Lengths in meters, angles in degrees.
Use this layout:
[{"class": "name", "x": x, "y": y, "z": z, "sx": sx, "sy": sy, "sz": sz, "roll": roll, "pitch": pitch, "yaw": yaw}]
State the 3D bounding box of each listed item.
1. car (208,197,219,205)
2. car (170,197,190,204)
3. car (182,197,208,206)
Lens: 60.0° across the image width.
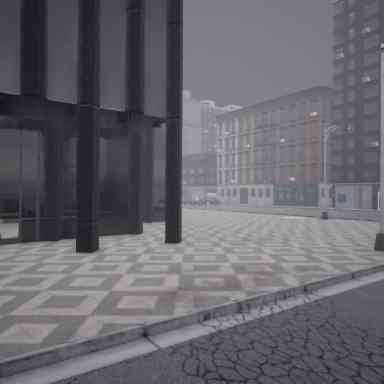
[{"class": "car", "x": 2.816, "y": 1.639, "z": 60.464, "sx": 1.837, "sy": 1.490, "sz": 4.892, "roll": 1, "pitch": 0, "yaw": -35}, {"class": "car", "x": -2.491, "y": 1.712, "z": 67.928, "sx": 1.994, "sy": 1.385, "sz": 4.181, "roll": 1, "pitch": 0, "yaw": -35}, {"class": "car", "x": 0.257, "y": 1.633, "z": 58.506, "sx": 1.812, "sy": 1.442, "sz": 4.674, "roll": 1, "pitch": 0, "yaw": -35}]
